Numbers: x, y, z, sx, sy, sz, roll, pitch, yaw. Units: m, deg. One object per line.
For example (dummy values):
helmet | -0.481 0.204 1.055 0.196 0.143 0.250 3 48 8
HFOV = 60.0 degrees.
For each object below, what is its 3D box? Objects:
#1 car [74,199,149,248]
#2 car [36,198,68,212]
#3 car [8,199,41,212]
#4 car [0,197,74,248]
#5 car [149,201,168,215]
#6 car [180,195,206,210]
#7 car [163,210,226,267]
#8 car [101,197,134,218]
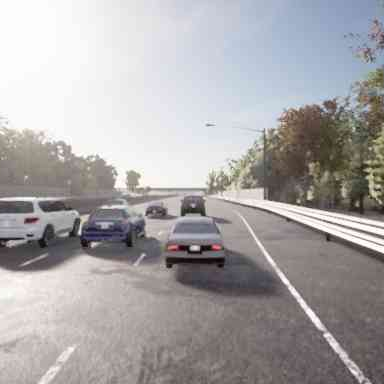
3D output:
car | -3.408 1.378 15.137 2.097 1.767 4.553 0 0 0
car | -17.585 1.566 42.027 1.882 1.535 5.008 0 0 0
car | -21.083 1.614 41.988 1.812 1.442 4.674 0 0 0
car | -6.906 1.249 15.124 2.150 2.045 5.566 0 0 0
car | -3.402 1.589 32.512 1.812 1.442 4.674 0 0 0
car | 0.099 1.280 30.558 2.150 2.045 5.566 0 0 0
car | 0.089 1.567 11.486 2.033 1.411 5.357 0 0 0
car | -6.904 1.412 31.272 2.097 1.767 4.553 0 0 0
